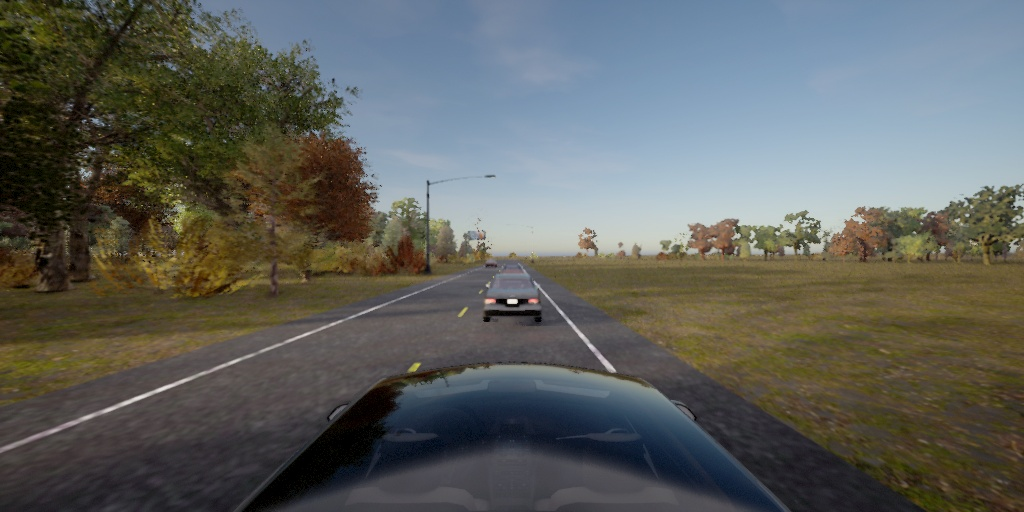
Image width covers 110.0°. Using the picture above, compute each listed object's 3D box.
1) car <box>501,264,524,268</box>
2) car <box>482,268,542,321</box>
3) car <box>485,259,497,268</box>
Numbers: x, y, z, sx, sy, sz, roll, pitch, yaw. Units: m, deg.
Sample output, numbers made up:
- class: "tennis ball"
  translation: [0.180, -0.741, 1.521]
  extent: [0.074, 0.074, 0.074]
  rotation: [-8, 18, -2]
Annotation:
- class: "car"
  translation: [0.051, 1.332, 29.859]
  extent: [1.994, 1.385, 4.181]
  rotation: [0, 0, 0]
- class: "car"
  translation: [0.028, 1.304, 12.409]
  extent: [2.033, 1.411, 5.357]
  rotation: [0, 0, 1]
- class: "car"
  translation: [-3.539, 1.264, 60.948]
  extent: [1.882, 1.535, 5.008]
  rotation: [0, 0, 1]
